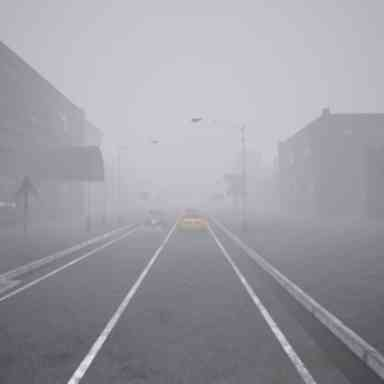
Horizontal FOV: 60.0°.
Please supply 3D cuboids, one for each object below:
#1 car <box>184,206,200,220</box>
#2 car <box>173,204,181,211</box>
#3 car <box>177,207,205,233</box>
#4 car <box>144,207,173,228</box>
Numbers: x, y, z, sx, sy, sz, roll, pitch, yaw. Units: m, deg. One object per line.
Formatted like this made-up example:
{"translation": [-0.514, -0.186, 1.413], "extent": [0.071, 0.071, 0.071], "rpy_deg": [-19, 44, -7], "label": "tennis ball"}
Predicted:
{"translation": [0.002, 2.606, 41.641], "extent": [1.837, 1.490, 4.892], "rpy_deg": [0, -1, 0], "label": "car"}
{"translation": [-3.165, 3.289, 70.701], "extent": [1.837, 1.490, 4.892], "rpy_deg": [0, -2, 0], "label": "car"}
{"translation": [0.038, 2.172, 25.357], "extent": [1.801, 1.575, 5.366], "rpy_deg": [0, -1, 0], "label": "car"}
{"translation": [-3.169, 2.346, 30.026], "extent": [2.128, 1.511, 4.902], "rpy_deg": [0, -1, 0], "label": "car"}
